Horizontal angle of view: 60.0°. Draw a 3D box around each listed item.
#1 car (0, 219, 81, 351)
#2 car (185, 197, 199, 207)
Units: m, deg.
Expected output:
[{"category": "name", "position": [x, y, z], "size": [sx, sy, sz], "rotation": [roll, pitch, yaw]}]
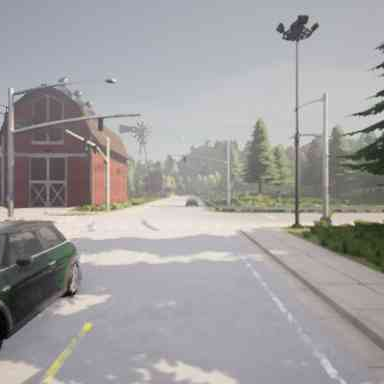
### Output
[{"category": "car", "position": [-3.542, 1.352, 5.530], "size": [2.097, 1.767, 4.553], "rotation": [0, 0, 0]}, {"category": "car", "position": [0.003, 1.530, 50.779], "size": [1.812, 1.442, 4.674], "rotation": [0, 0, 0]}]
